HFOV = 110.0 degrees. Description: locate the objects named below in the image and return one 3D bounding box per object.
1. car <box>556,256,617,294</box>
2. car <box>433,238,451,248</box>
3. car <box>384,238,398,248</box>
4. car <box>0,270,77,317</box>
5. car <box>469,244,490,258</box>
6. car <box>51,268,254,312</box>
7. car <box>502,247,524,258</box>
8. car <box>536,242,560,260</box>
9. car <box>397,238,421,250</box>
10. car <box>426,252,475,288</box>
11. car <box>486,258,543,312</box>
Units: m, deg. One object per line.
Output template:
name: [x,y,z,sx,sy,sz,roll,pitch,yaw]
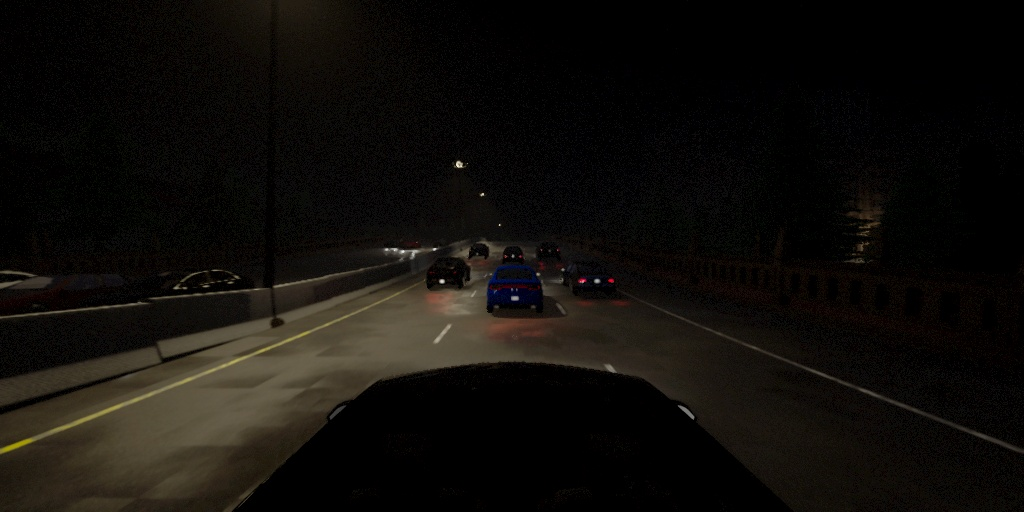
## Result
car: [3.595,0.978,17.653,2.033,1.411,5.357,0,3,0]
car: [-10.575,-2.009,54.362,2.033,1.411,5.357,0,5,1]
car: [-17.569,-1.999,54.248,2.033,1.411,5.357,0,5,1]
car: [-14.103,1.216,11.557,2.033,1.411,5.357,0,2,0]
car: [-3.414,-0.584,37.520,1.812,1.442,4.674,0,5,0]
car: [-10.603,1.178,11.476,1.837,1.490,4.892,0,2,0]
car: [0.090,-0.141,32.615,2.033,1.411,5.357,0,5,0]
car: [3.588,-0.634,36.066,2.097,1.767,4.553,0,5,0]
car: [-14.093,-1.674,50.217,1.812,1.442,4.674,0,5,0]
car: [-3.406,0.819,19.852,1.837,1.490,4.892,0,4,0]
car: [0.095,1.080,13.669,1.882,1.535,5.008,0,2,0]
